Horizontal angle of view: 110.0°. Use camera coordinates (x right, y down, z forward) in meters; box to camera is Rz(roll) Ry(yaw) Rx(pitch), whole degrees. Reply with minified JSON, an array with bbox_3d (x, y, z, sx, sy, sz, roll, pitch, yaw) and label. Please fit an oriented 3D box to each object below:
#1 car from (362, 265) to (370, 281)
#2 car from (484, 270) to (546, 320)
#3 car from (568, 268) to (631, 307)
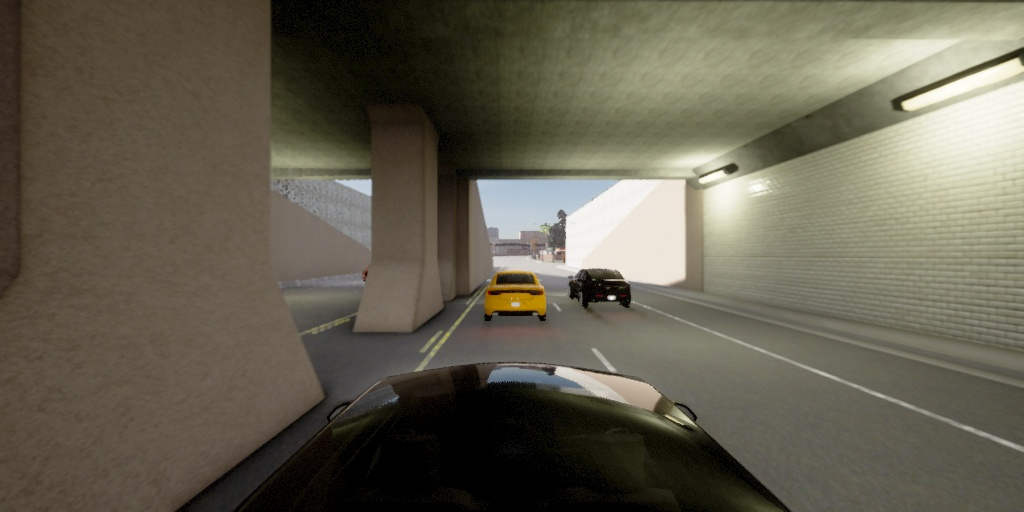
[{"bbox_3d":[-10.593,1.111,29.709,2.097,1.767,4.553,0,0,0],"label":"car"},{"bbox_3d":[0.101,1.231,12.679,1.882,1.535,5.008,0,0,0],"label":"car"},{"bbox_3d":[3.602,1.259,15.373,1.837,1.490,4.892,0,0,0],"label":"car"}]
